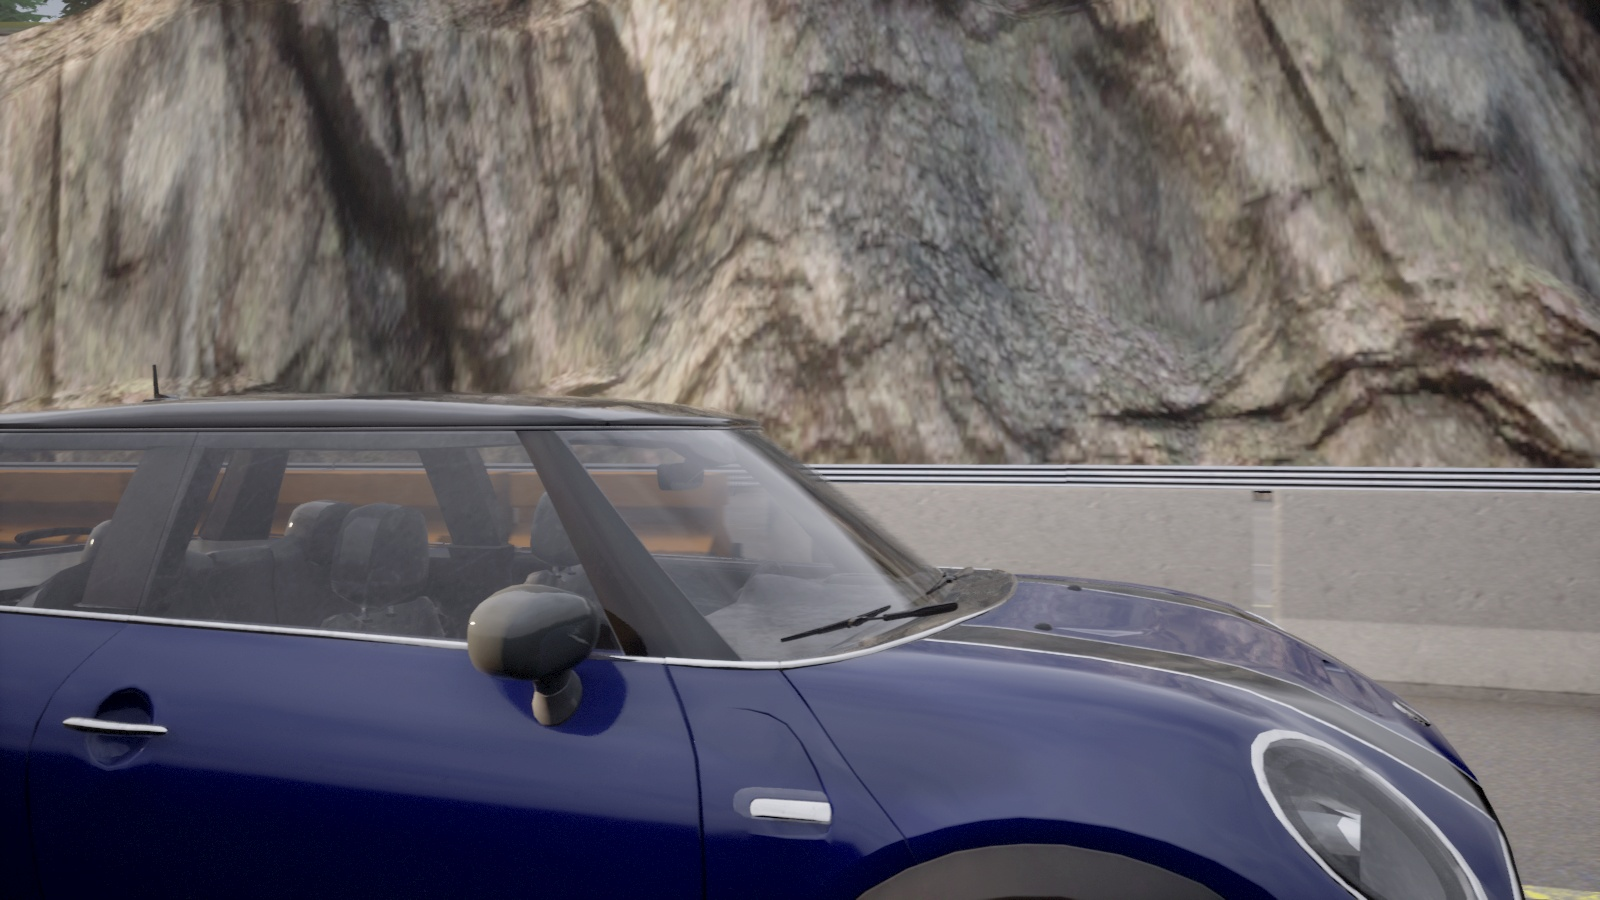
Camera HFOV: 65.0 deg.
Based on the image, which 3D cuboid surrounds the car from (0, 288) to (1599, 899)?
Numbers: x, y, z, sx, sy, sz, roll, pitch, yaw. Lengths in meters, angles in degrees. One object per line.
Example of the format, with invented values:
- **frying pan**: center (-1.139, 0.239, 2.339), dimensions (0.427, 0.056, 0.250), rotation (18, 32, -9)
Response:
- **car**: center (-0.579, 0.628, 3.386), dimensions (4.553, 1.767, 2.097), rotation (1, 1, 18)
